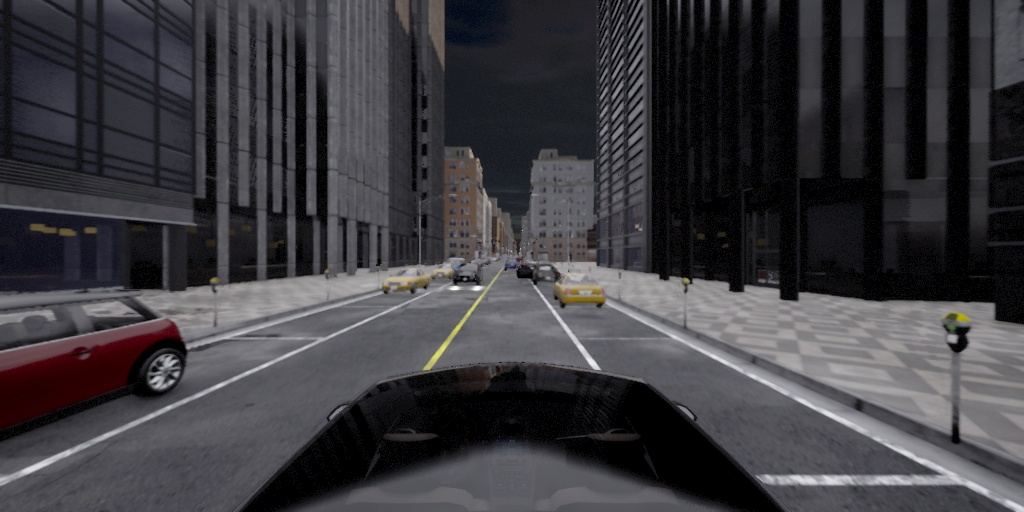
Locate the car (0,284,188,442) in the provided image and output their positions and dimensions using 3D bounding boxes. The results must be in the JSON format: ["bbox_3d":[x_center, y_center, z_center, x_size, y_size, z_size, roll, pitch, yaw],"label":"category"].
[{"bbox_3d":[-5.858,1.189,3.634,1.967,1.591,4.097,0,0,0],"label":"car"}]

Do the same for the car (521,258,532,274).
[{"bbox_3d":[2.672,1.299,48.731,2.007,1.370,4.403,0,0,0],"label":"car"}]

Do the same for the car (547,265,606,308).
[{"bbox_3d":[2.672,1.277,15.099,1.751,1.417,4.829,0,0,1],"label":"car"}]

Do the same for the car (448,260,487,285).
[{"bbox_3d":[-3.094,1.263,26.012,1.837,1.490,4.892,0,0,0],"label":"car"}]

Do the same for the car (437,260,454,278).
[{"bbox_3d":[-5.856,1.284,31.662,1.751,1.417,4.829,0,0,0],"label":"car"}]

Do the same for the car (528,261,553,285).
[{"bbox_3d":[2.354,1.283,25.637,1.812,1.442,4.674,0,0,0],"label":"car"}]

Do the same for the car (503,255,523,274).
[{"bbox_3d":[0.050,1.100,49.421,2.097,1.767,4.553,0,0,0],"label":"car"}]

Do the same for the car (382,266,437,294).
[{"bbox_3d":[-5.860,1.280,20.346,1.751,1.417,4.829,0,0,1],"label":"car"}]

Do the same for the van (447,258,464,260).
[{"bbox_3d":[-5.854,1.098,37.474,1.690,1.789,3.998,0,0,0],"label":"van"}]

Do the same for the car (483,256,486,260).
[{"bbox_3d":[-5.852,1.172,60.035,1.967,1.591,4.097,0,0,0],"label":"car"}]
